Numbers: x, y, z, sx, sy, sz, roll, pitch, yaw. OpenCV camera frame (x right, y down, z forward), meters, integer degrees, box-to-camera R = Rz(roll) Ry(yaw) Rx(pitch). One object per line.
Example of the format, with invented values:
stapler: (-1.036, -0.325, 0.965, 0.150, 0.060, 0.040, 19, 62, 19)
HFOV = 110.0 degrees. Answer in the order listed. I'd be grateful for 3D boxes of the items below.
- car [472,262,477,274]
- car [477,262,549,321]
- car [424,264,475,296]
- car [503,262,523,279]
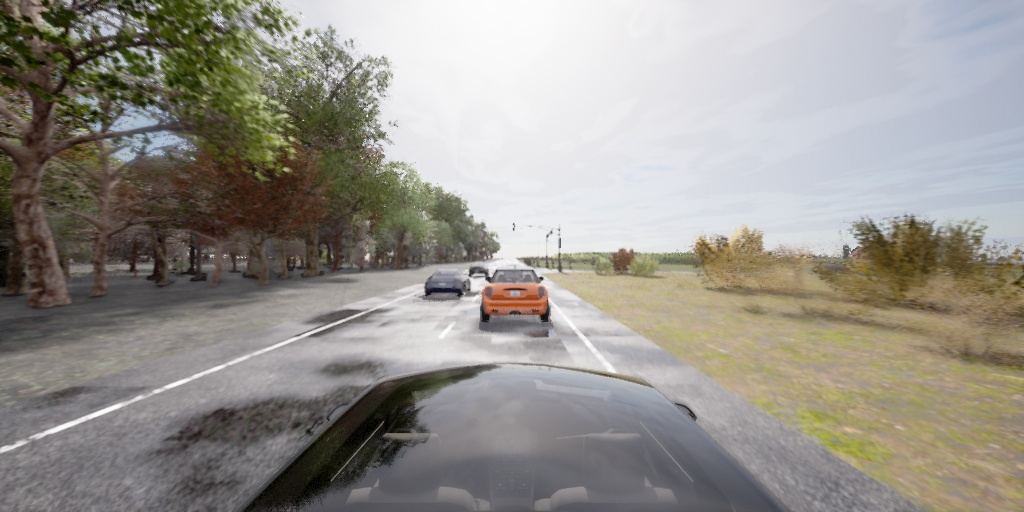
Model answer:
car: (-3.425, 1.339, 37.115, 1.812, 1.442, 4.674, 0, 0, 0)
car: (0.091, 1.124, 12.719, 2.097, 1.767, 4.553, 0, 0, 0)
car: (-3.413, 1.347, 19.582, 1.994, 1.385, 4.181, 0, 0, 0)
car: (0.081, 1.334, 33.664, 1.812, 1.442, 4.674, 0, 0, 0)
